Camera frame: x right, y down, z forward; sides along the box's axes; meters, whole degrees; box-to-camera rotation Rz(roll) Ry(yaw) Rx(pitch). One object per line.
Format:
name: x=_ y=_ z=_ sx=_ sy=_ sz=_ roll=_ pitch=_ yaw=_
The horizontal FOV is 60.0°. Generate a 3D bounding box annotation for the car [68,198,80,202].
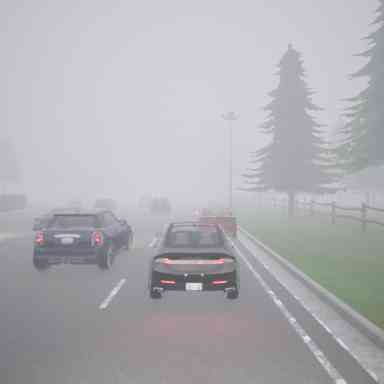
car: x=-18.194 y=1.601 z=51.330 sx=1.895 sy=1.301 sz=4.718 roll=0 pitch=0 yaw=-20

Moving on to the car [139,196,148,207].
car: x=-6.870 y=1.351 z=51.118 sx=2.097 sy=1.767 sz=4.553 roll=0 pitch=0 yaw=0

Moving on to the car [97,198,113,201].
car: x=-10.377 y=1.505 z=39.935 sx=1.837 sy=1.490 sz=4.892 roll=0 pitch=0 yaw=0

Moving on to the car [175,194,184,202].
car: x=-3.445 y=1.478 z=76.346 sx=1.882 sy=1.535 sz=5.008 roll=0 pitch=0 yaw=0

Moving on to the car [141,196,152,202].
car: x=-10.449 y=1.595 z=77.226 sx=1.895 sy=1.301 sz=4.718 roll=0 pitch=0 yaw=0

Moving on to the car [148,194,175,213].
car: x=-3.379 y=1.352 z=37.497 sx=2.097 sy=1.767 sz=4.553 roll=0 pitch=0 yaw=0

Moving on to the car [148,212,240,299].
car: x=0.057 y=1.492 z=8.419 sx=2.128 sy=1.511 sz=4.902 roll=0 pitch=0 yaw=0

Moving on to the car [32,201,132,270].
car: x=-3.393 y=1.352 z=11.193 sx=2.097 sy=1.767 sz=4.553 roll=0 pitch=0 yaw=0

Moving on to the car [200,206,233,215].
car: x=1.235 y=1.478 z=17.760 sx=1.882 sy=1.535 sz=5.008 roll=0 pitch=0 yaw=0

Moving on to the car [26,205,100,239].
car: x=-6.890 y=1.547 z=18.556 sx=2.033 sy=1.411 sz=5.357 roll=0 pitch=0 yaw=0
